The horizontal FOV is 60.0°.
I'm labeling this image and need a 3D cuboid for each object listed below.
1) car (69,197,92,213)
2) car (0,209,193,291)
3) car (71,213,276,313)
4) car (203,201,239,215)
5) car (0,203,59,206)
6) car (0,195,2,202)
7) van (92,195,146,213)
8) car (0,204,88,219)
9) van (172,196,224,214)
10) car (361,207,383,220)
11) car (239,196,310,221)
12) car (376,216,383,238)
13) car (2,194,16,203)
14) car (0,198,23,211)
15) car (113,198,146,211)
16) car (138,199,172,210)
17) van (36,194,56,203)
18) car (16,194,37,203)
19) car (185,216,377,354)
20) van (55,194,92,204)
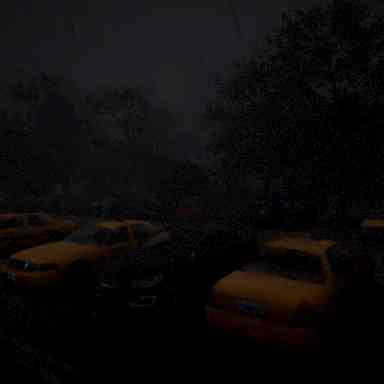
[{"bbox_3d":[-8.060,1.475,30.014,2.097,1.535,5.008,0,0,36],"label":"car"},{"bbox_3d":[-2.413,1.516,9.541,1.946,1.575,5.366,0,0,36],"label":"car"},{"bbox_3d":[-0.053,1.537,8.069,2.231,1.521,4.892,0,0,36],"label":"car"},{"bbox_3d":[3.132,1.527,21.868,2.163,1.488,4.792,0,0,36],"label":"car"},{"bbox_3d":[-8.940,1.475,14.725,1.946,1.575,5.366,0,0,36],"label":"car"},{"bbox_3d":[-21.529,1.521,39.753,2.097,1.535,5.008,0,0,36],"label":"car"},{"bbox_3d":[-5.870,1.244,28.288,1.878,1.987,4.442,0,0,36],"label":"van"},{"bbox_3d":[-7.008,1.485,12.868,1.946,1.575,5.366,0,0,36],"label":"car"},{"bbox_3d":[0.874,1.257,23.683,1.878,1.987,4.442,0,0,36],"label":"van"},{"bbox_3d":[9.770,1.544,16.868,1.946,1.575,5.366,0,0,36],"label":"car"},{"bbox_3d":[5.410,1.263,20.289,2.435,2.045,5.566,0,0,36],"label":"car"},{"bbox_3d":[4.459,1.317,4.829,2.435,2.045,5.566,0,0,36],"label":"car"},{"bbox_3d":[-17.054,1.254,36.485,2.435,2.045,5.566,0,0,36],"label":"car"},{"bbox_3d":[-23.868,1.569,41.458,2.002,1.452,4.674,0,0,36],"label":"car"},{"bbox_3d":[-3.560,1.498,26.785,2.163,1.488,4.792,0,0,36],"label":"car"},{"bbox_3d":[-1.423,1.502,25.237,2.163,1.488,4.792,0,0,36],"label":"car"},{"bbox_3d":[-12.619,1.265,33.164,1.878,1.987,4.442,0,0,36],"label":"van"},{"bbox_3d":[-14.810,1.247,34.861,2.435,2.045,5.566,0,0,36],"label":"car"},{"bbox_3d":[2.301,1.549,6.585,1.946,1.575,5.366,0,0,36],"label":"car"},{"bbox_3d":[-10.239,1.257,31.729,1.878,1.987,4.442,0,0,36],"label":"van"}]
